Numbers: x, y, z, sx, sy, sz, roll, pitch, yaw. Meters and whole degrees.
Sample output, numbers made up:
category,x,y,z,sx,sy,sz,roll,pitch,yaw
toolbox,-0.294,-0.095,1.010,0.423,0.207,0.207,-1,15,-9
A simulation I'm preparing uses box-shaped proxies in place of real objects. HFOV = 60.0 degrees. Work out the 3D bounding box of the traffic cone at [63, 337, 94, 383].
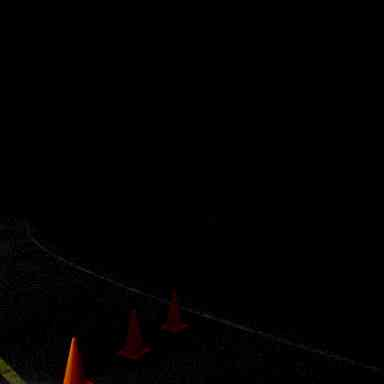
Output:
category,x,y,z,sx,sy,sz,roll,pitch,yaw
traffic cone,-1.331,1.945,3.775,0.340,0.580,0.340,1,1,31

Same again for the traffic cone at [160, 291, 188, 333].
category,x,y,z,sx,sy,sz,roll,pitch,yaw
traffic cone,-0.293,1.932,5.477,0.340,0.580,0.340,1,1,31

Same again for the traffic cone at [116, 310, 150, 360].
category,x,y,z,sx,sy,sz,roll,pitch,yaw
traffic cone,-0.812,1.938,4.626,0.340,0.580,0.340,1,1,31
